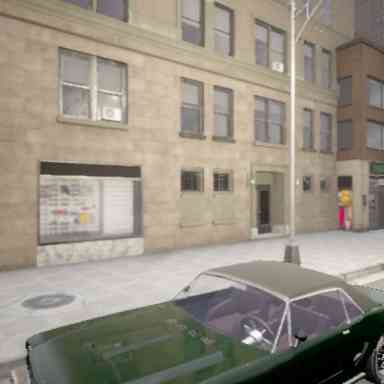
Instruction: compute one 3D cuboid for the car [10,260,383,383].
[{"bbox_3d":[0.631,1.601,3.813,4.718,1.301,1.895,0,0,-35],"label":"car"}]
